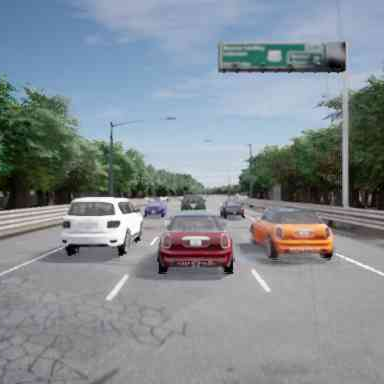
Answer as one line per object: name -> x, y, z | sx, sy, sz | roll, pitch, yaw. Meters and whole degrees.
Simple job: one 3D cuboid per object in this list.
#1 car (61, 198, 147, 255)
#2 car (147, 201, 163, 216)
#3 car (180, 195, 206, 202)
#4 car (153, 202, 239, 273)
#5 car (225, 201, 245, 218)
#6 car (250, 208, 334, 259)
car -> -3.398, 1.241, 13.553 | 2.150, 2.045, 5.566 | 0, 0, 0
car -> -3.395, 1.603, 31.567 | 1.812, 1.442, 4.674 | 0, 0, 0
car -> 0.102, 1.291, 29.758 | 2.150, 2.045, 5.566 | 0, 0, 0
car -> 0.101, 1.366, 10.902 | 2.097, 1.767, 4.553 | 0, 0, 0
car -> 3.605, 1.564, 30.413 | 2.128, 1.511, 4.902 | 0, 0, 0
car -> 3.602, 1.370, 12.823 | 2.097, 1.767, 4.553 | 0, 0, 0
